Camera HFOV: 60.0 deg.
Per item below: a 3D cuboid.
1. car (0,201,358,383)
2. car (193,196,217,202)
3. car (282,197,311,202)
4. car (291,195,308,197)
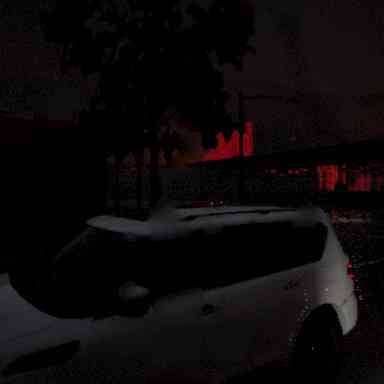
[{"bbox_3d":[-0.385,1.221,3.727,5.566,2.045,2.150,0,0,-36],"label":"car"},{"bbox_3d":[1.962,1.352,42.032,2.097,1.767,4.553,0,0,-34],"label":"car"},{"bbox_3d":[10.071,1.477,29.923,1.882,1.535,5.008,0,0,-34],"label":"car"},{"bbox_3d":[14.937,1.352,48.113,2.097,1.767,4.553,0,0,-34],"label":"car"}]
